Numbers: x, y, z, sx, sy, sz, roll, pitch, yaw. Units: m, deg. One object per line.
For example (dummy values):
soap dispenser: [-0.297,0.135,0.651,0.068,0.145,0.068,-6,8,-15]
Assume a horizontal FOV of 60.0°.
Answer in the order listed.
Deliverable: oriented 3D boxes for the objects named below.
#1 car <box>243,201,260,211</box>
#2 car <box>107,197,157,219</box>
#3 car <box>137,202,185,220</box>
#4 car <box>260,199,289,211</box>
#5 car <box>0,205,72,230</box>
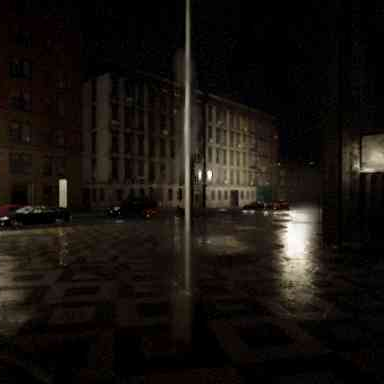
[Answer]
car: [9.899,2.071,50.962,2.033,1.411,5.357,0,-1,42]
car: [-5.762,1.508,33.363,2.150,2.045,5.566,0,0,41]
car: [-2.587,1.901,32.048,1.895,1.301,4.718,0,-1,41]
car: [12.479,1.874,48.971,2.097,1.767,4.553,0,0,42]
car: [-10.756,1.666,22.777,2.128,1.511,4.902,0,-1,41]
